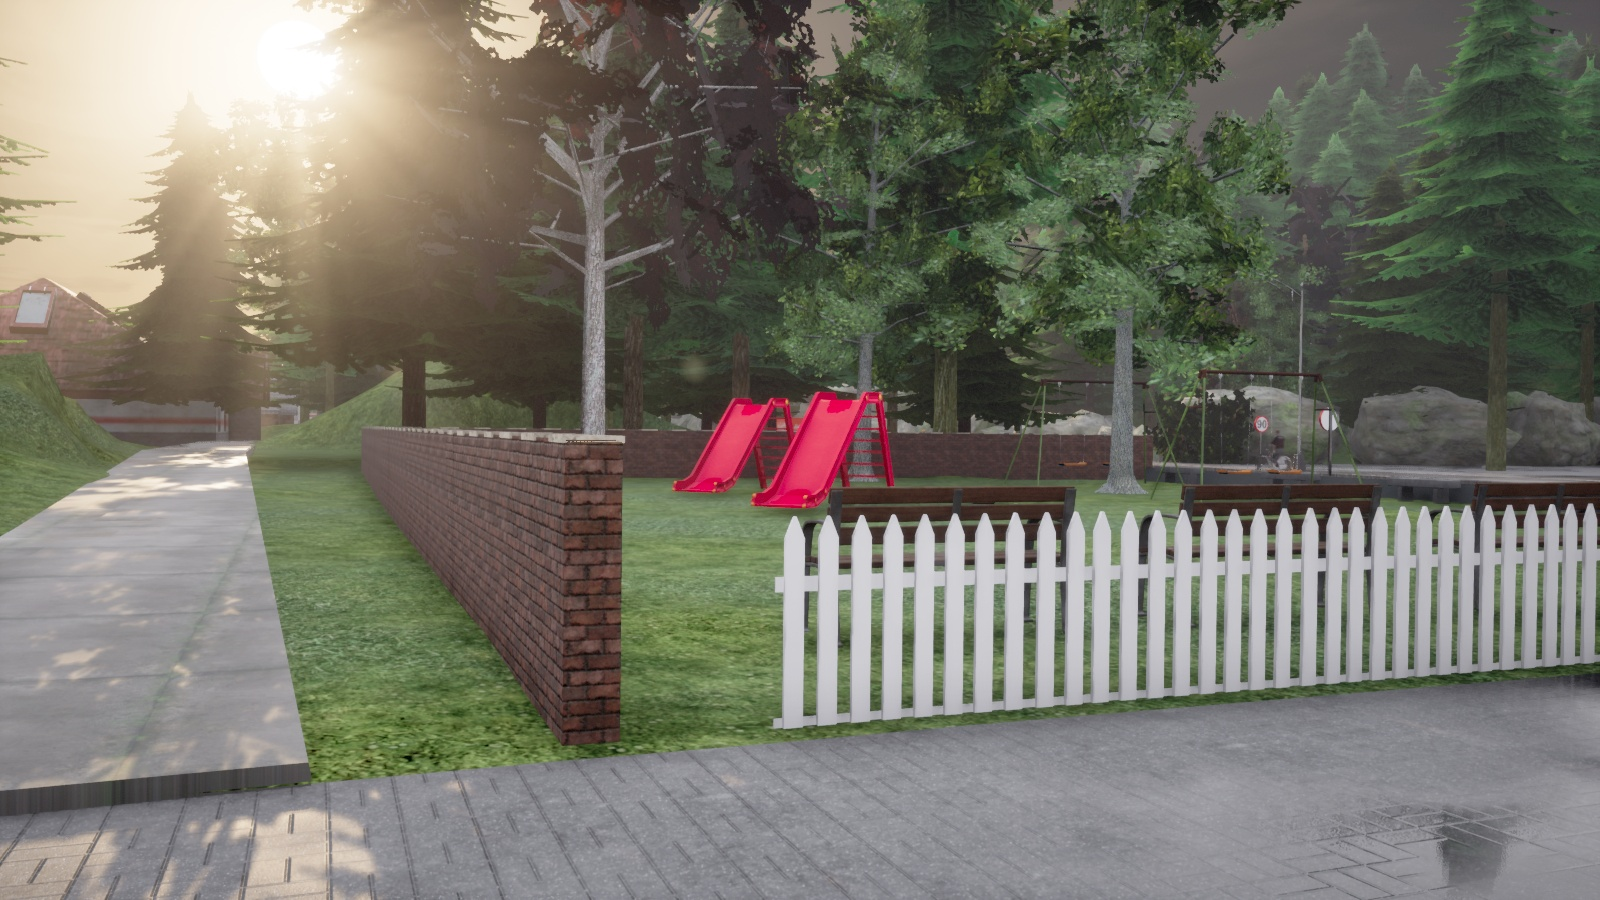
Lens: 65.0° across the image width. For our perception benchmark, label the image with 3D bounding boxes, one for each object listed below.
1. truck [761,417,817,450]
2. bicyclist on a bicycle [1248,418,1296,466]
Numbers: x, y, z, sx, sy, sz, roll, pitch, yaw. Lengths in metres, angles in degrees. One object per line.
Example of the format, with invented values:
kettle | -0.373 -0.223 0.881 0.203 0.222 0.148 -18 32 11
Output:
truck | -0.890 -1.263 97.304 2.627 2.467 5.204 -1 1 -21
bicyclist on a bicycle | 17.974 -0.304 47.833 0.659 1.776 1.843 -1 1 -21
